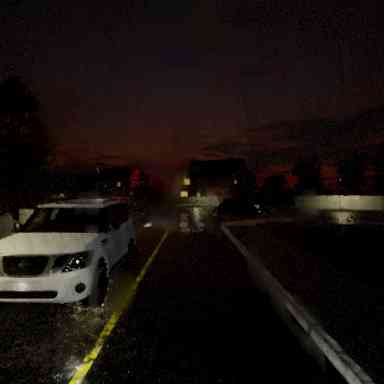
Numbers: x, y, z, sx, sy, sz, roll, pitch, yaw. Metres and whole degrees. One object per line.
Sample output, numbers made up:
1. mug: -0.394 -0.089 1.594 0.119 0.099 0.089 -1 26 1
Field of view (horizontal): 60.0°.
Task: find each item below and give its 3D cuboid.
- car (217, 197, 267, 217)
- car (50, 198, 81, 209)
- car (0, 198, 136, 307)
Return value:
1. car: 4.698 1.305 31.100 4.553 1.767 2.097 0 0 36
2. car: -18.051 1.593 47.417 4.674 1.442 1.812 0 0 36
3. car: -2.834 1.221 8.312 2.150 2.045 5.566 0 0 0
